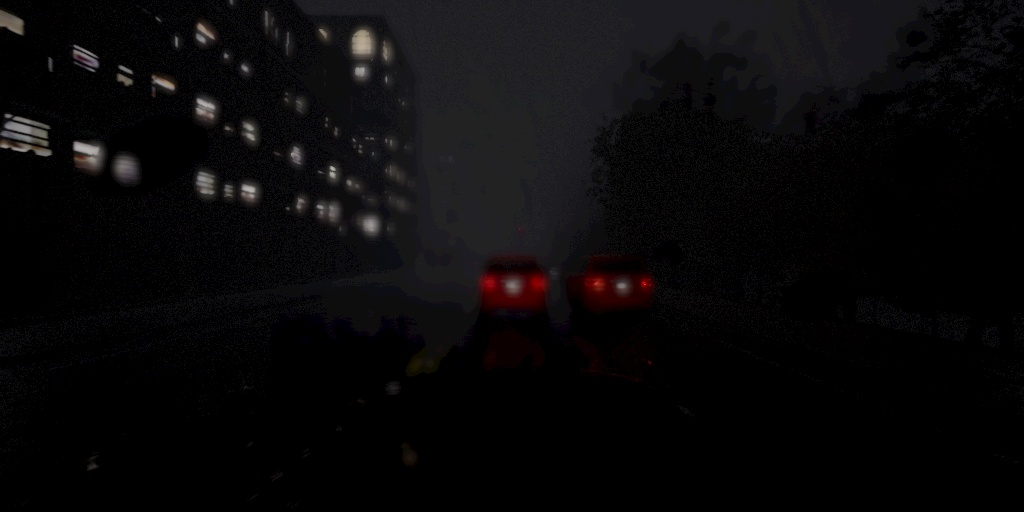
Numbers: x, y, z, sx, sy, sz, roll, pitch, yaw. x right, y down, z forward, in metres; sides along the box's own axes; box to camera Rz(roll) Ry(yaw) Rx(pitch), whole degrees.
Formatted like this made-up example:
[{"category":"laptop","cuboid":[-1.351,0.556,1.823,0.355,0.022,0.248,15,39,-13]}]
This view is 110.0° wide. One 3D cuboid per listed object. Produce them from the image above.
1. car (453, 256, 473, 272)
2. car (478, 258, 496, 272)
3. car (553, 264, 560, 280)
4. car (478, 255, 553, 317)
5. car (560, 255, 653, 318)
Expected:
[{"category":"car","cuboid":[-6.561,1.037,48.996,2.150,2.045,5.566,0,0,0]},{"category":"car","cuboid":[-3.315,1.162,48.110,2.097,1.767,4.553,0,0,0]},{"category":"car","cuboid":[3.326,1.347,30.101,1.994,1.385,4.181,0,0,0]},{"category":"car","cuboid":[0.065,0.986,13.345,2.150,2.045,5.566,0,0,0]},{"category":"car","cuboid":[3.317,0.986,13.268,2.150,2.045,5.566,0,0,1]}]
